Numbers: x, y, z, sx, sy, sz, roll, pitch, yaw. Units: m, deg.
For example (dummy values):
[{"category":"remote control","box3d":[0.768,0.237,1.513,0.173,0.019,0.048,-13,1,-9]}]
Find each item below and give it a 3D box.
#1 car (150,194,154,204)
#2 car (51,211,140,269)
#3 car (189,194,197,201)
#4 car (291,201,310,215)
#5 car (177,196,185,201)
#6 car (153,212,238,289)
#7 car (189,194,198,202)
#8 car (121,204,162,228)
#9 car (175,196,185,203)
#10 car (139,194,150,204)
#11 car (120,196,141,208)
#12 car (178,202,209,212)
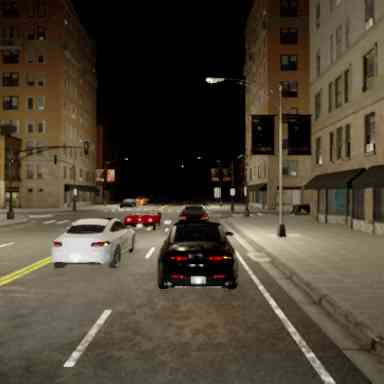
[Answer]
[{"category":"car","box3d":[-9.478,1.507,71.107,2.150,2.045,5.566,0,0,0]},{"category":"car","box3d":[-3.115,1.572,11.194,1.812,1.442,4.674,0,0,0]},{"category":"car","box3d":[0.344,1.448,89.798,2.150,2.045,5.566,0,0,0]},{"category":"car","box3d":[13.192,1.680,35.946,4.902,1.511,2.128,0,0,-1]},{"category":"car","box3d":[-2.906,1.775,89.780,1.994,1.385,4.181,0,0,0]},{"category":"car","box3d":[0.135,1.545,9.228,1.837,1.490,4.892,0,0,0]},{"category":"car","box3d":[0.304,1.811,79.347,1.837,1.490,4.892,0,0,0]},{"category":"car","box3d":[-3.068,1.691,21.835,1.895,1.301,4.718,0,0,0]},{"category":"car","box3d":[-2.945,1.837,79.776,1.812,1.442,4.674,0,0,0]},{"category":"car","box3d":[-9.587,1.595,60.694,2.097,1.767,4.553,0,0,1]},{"category":"car","box3d":[-9.651,1.753,50.803,2.033,1.411,5.357,0,0,0]},{"category":"car","box3d":[0.115,1.612,20.859,1.812,1.442,4.674,0,0,0]}]
